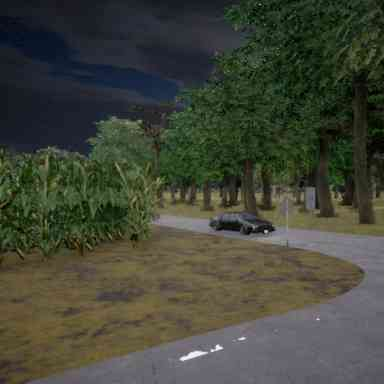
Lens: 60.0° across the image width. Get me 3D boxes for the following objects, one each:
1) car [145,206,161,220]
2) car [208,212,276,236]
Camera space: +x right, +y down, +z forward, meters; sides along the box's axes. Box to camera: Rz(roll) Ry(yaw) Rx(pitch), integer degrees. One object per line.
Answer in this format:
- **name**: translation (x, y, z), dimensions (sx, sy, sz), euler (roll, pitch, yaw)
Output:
- **car**: translation (-5.146, 2.264, 36.918), dimensions (1.882, 1.535, 5.008), euler (-1, 0, -29)
- **car**: translation (3.134, 2.043, 22.228), dimensions (2.033, 1.411, 5.357), euler (-1, -1, -29)
